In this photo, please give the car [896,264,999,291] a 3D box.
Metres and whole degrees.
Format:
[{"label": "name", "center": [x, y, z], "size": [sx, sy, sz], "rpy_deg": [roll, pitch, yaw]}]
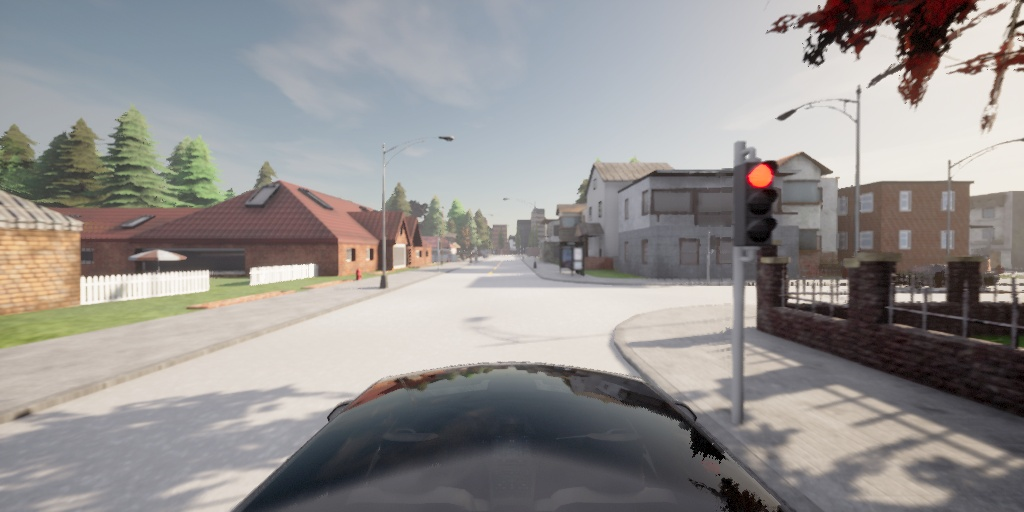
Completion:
[{"label": "car", "center": [22.245, 1.109, 18.990], "size": [4.718, 1.301, 1.895], "rpy_deg": [0, 1, 0]}]
